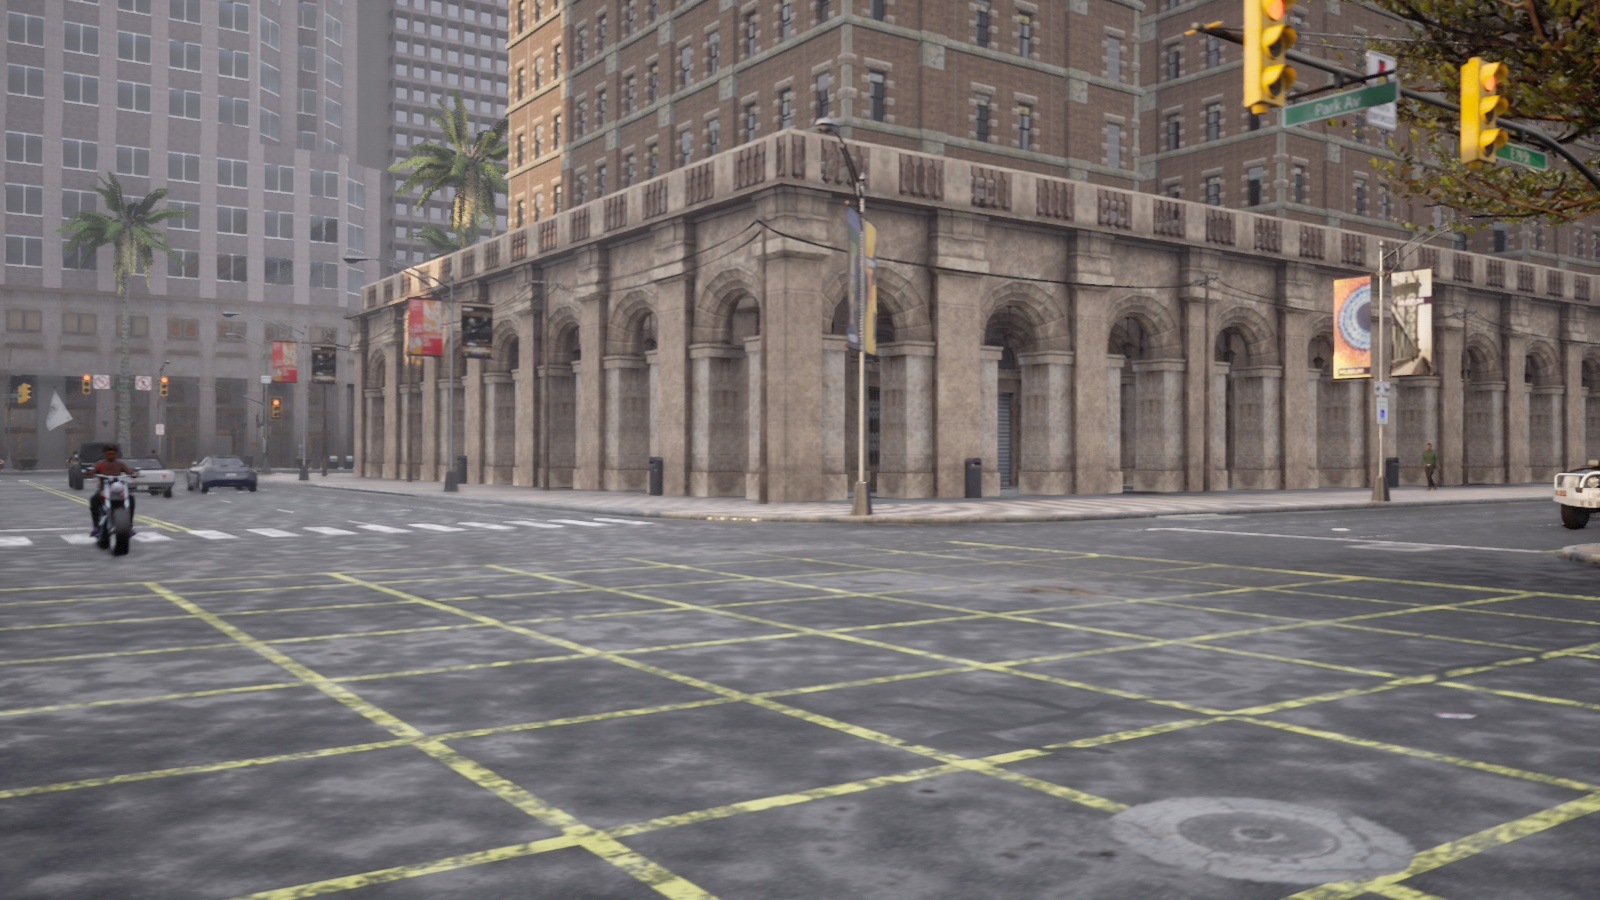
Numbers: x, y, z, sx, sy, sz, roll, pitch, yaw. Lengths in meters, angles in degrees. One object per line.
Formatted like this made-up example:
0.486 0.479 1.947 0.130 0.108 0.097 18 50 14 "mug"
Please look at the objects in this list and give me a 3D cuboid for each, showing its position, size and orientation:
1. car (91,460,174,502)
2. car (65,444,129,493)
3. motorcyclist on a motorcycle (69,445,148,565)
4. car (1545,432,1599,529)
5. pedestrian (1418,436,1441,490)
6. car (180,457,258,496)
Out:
-22.183 0.994 41.646 1.895 1.301 4.718 0 0 -35 "car"
-28.396 0.725 50.662 1.905 1.878 3.866 0 0 -35 "car"
-10.202 0.762 18.495 0.766 1.649 2.350 0 0 -35 "motorcyclist on a motorcycle"
17.158 0.587 25.278 4.605 1.855 1.932 0 0 -34 "car"
23.014 0.465 45.944 0.788 1.949 0.423 0 0 -35 "pedestrian"
-22.068 0.972 47.643 1.994 1.385 4.181 0 0 -35 "car"
